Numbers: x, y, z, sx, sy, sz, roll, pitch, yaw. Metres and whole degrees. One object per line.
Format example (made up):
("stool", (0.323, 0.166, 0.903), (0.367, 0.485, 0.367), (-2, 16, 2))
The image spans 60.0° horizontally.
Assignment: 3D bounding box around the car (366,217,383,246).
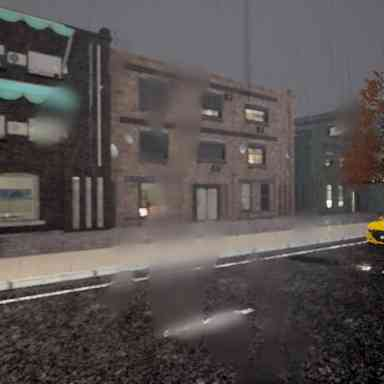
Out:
("car", (9.531, 1.519, 14.472), (5.008, 1.535, 1.882), (0, 0, -36))
